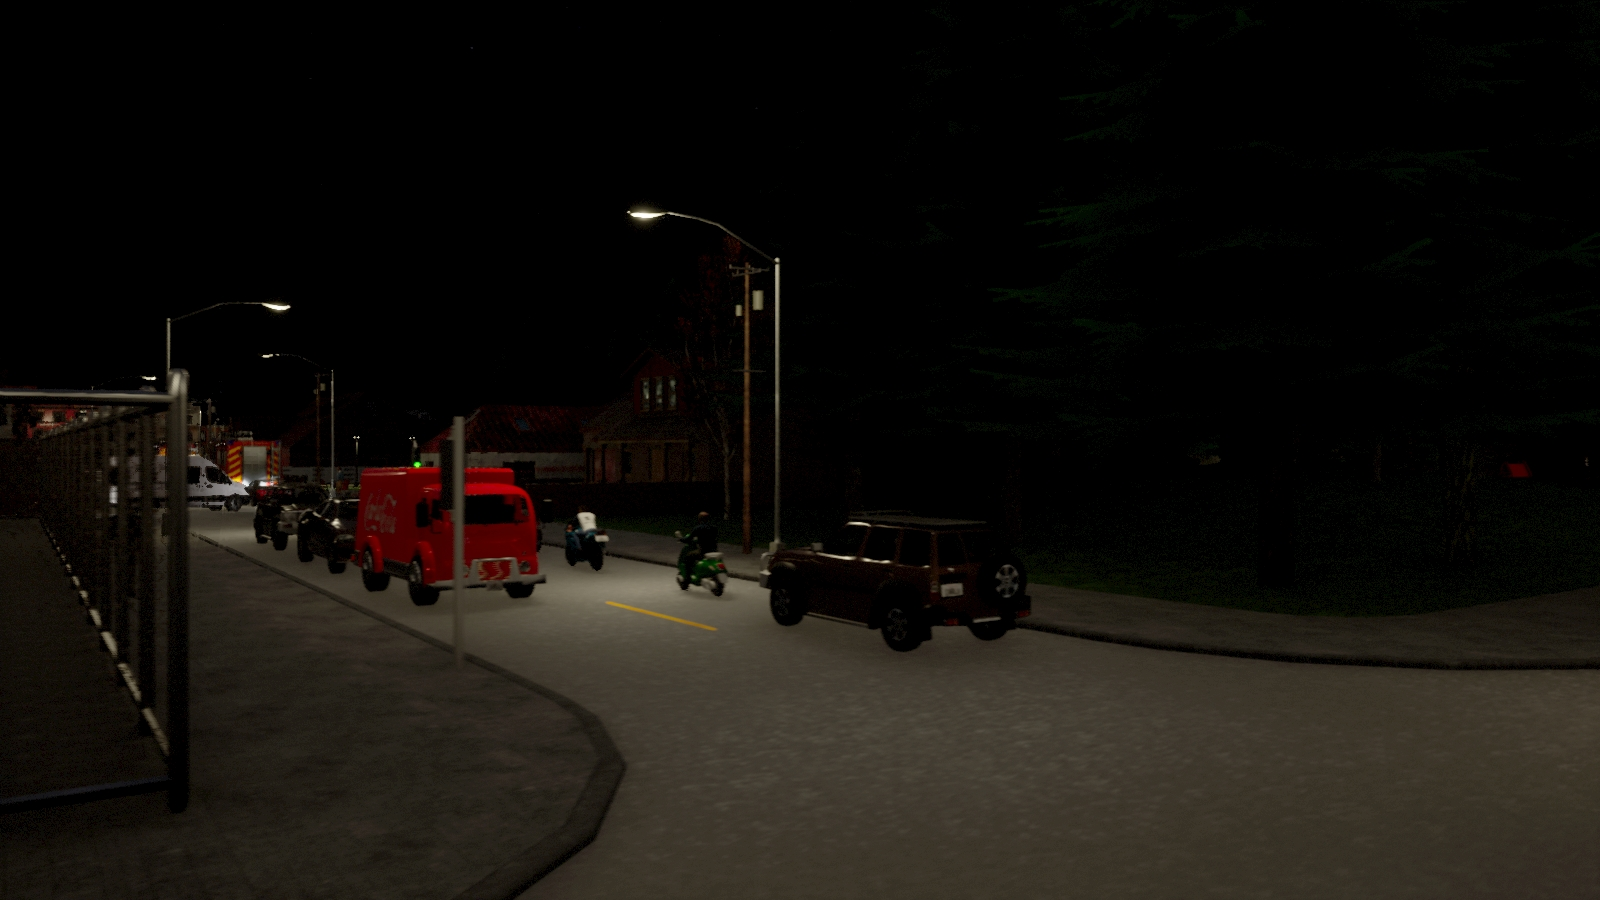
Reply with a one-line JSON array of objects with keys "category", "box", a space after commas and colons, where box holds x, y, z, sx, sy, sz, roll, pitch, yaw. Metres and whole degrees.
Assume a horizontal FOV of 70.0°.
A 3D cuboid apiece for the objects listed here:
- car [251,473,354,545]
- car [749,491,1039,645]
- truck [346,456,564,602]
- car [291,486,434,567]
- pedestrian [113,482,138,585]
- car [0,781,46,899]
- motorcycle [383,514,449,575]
[{"category": "car", "box": [-14.733, 1.659, 33.692, 1.932, 1.855, 4.605, 0, 0, -34]}, {"category": "car", "box": [1.272, 1.650, 17.523, 1.932, 1.855, 4.605, 0, 0, -35]}, {"category": "truck", "box": [-6.885, 1.358, 22.378, 2.627, 2.467, 5.204, 0, 0, -35]}, {"category": "car", "box": [-10.860, 1.784, 28.117, 2.152, 1.651, 5.027, 0, 0, -35]}, {"category": "pedestrian", "box": [-12.465, 1.535, 21.125, 0.375, 1.860, 0.375, 0, 0, -34]}, {"category": "car", "box": [-3.869, 1.844, 1.504, 4.792, 1.488, 2.163, 0, 0, -37]}, {"category": "motorcycle", "box": [-8.300, 2.003, 24.631, 0.803, 1.145, 2.033, 0, 0, -35]}]
